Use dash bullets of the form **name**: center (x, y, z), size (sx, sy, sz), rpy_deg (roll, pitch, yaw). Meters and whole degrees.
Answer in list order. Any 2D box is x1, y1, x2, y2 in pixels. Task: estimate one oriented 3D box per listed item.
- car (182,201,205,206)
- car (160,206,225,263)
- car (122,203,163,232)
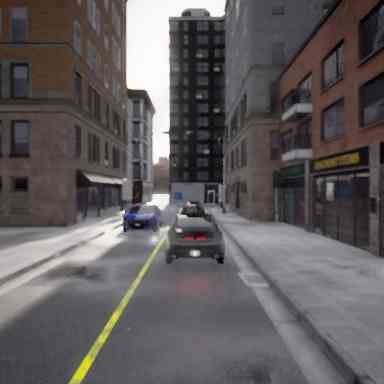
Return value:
- **car**: center (0.113, 1.477, 27.537), size (1.812, 1.442, 4.674), rpy_deg (0, 0, 1)
- **car**: center (0.094, 1.484, 11.934), size (1.837, 1.490, 4.892), rpy_deg (0, 0, 0)
- **car**: center (-2.839, 1.442, 19.852), size (1.882, 1.535, 5.008), rpy_deg (0, 0, 0)
